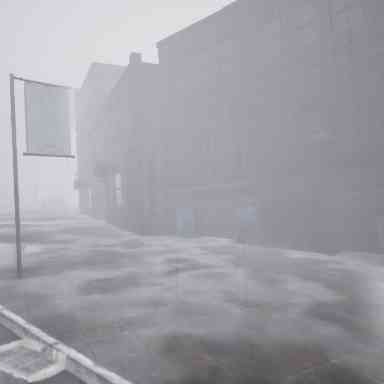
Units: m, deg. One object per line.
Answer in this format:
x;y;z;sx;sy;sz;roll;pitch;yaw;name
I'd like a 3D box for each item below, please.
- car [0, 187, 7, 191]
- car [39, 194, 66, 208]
-47.449;-0.646;79.378;2.231;1.521;4.892;-4;-3;5;car
-25.602;1.938;61.260;2.150;2.045;5.566;-4;-1;12;car
